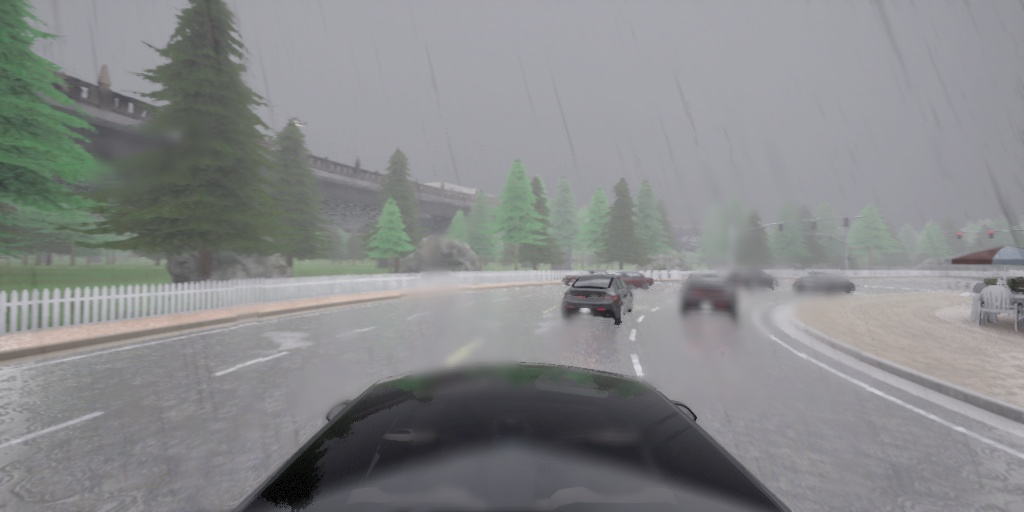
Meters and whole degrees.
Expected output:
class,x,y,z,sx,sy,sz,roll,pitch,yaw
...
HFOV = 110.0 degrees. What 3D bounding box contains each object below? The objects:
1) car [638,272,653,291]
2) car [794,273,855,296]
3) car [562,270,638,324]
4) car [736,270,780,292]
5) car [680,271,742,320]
class,x,y,z,sx,sy,sz,roll,pitch,yaw
car,7.575,1.716,24.423,4.718,1.301,1.895,1,-1,-39
car,21.114,1.861,24.225,4.181,1.385,1.994,1,-1,-27
car,3.236,1.430,12.980,1.837,1.490,4.892,0,-1,25
car,17.646,1.780,26.376,4.892,1.490,1.837,1,-1,-28
car,7.942,1.509,14.273,1.837,1.490,4.892,-1,-1,32
